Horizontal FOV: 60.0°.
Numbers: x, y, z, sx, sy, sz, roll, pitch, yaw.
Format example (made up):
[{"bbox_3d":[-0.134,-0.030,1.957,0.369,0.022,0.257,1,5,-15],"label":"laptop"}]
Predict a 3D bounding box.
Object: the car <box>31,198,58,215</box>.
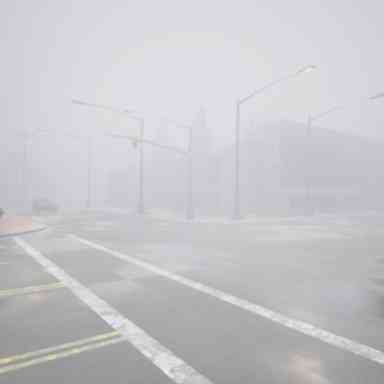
[{"bbox_3d":[-15.401,1.414,34.689,1.882,1.535,5.008,1,-1,-35],"label":"car"}]
